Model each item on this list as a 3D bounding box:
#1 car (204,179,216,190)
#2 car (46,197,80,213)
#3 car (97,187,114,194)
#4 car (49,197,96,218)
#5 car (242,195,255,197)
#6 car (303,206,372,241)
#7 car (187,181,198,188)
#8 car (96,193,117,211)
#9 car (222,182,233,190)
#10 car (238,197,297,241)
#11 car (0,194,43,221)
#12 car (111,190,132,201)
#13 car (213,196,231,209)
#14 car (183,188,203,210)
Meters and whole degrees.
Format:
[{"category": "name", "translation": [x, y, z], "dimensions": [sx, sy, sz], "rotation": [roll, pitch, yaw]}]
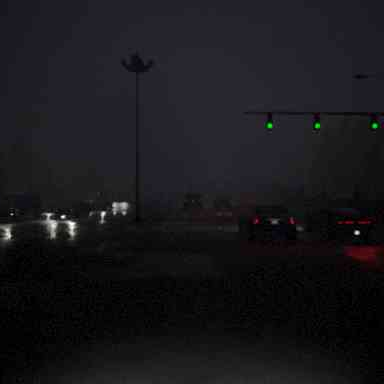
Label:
[{"category": "car", "translation": [3.638, -1.667, 67.397], "dimensions": [2.150, 2.045, 5.566], "rotation": [0, 7, 0]}, {"category": "car", "translation": [-14.078, 1.371, 36.647], "dimensions": [1.837, 1.490, 4.892], "rotation": [0, 2, 0]}, {"category": "car", "translation": [-13.959, 0.071, 54.265], "dimensions": [2.097, 1.767, 4.553], "rotation": [0, 6, 1]}, {"category": "car", "translation": [-10.577, 1.436, 29.831], "dimensions": [1.882, 1.535, 5.008], "rotation": [0, 0, 0]}, {"category": "car", "translation": [7.110, 1.136, 41.957], "dimensions": [1.882, 1.535, 5.008], "rotation": [0, 3, 0]}, {"category": "car", "translation": [7.098, 1.487, 16.719], "dimensions": [1.837, 1.490, 4.892], "rotation": [0, 0, 0]}, {"category": "car", "translation": [0.138, -1.531, 67.372], "dimensions": [2.097, 1.767, 4.553], "rotation": [0, 7, 0]}, {"category": "car", "translation": [-10.566, 1.317, 38.977], "dimensions": [1.812, 1.442, 4.674], "rotation": [0, 2, 0]}, {"category": "car", "translation": [7.138, -1.328, 67.390], "dimensions": [1.994, 1.385, 4.181], "rotation": [0, 7, 0]}, {"category": "car", "translation": [3.598, 1.334, 16.608], "dimensions": [2.097, 1.767, 4.553], "rotation": [0, 0, 0]}, {"category": "car", "translation": [-14.091, 1.189, 26.882], "dimensions": [2.150, 2.045, 5.566], "rotation": [0, 0, 0]}, {"category": "car", "translation": [-10.497, 0.640, 50.907], "dimensions": [1.895, 1.301, 4.718], "rotation": [0, 5, 1]}, {"category": "car", "translation": [3.605, 1.228, 40.321], "dimensions": [2.128, 1.511, 4.902], "rotation": [0, 3, 0]}, {"category": "car", "translation": [0.102, 0.992, 39.564], "dimensions": [2.150, 2.045, 5.566], "rotation": [0, 2, 0]}]
